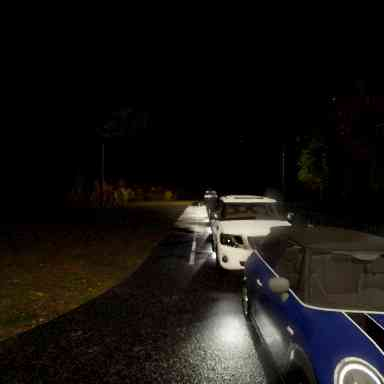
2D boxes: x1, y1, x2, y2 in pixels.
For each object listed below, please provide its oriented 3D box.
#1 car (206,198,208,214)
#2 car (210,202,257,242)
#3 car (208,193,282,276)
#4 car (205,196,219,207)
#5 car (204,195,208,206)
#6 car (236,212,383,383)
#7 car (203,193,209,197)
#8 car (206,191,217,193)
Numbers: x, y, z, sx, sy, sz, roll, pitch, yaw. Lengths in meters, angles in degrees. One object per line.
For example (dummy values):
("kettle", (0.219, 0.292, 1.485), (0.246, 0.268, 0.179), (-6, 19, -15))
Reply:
("car", (2.106, 1.380, 23.044), (1.837, 1.490, 4.892), (0, 0, 2))
("car", (1.928, 1.384, 16.797), (1.882, 1.535, 5.008), (0, 0, 2))
("car", (1.759, 1.160, 10.458), (2.150, 2.045, 5.566), (0, 0, 1))
("car", (2.862, 1.314, 47.958), (1.994, 1.385, 4.181), (0, 0, 3))
("car", (2.282, 1.322, 29.297), (1.882, 1.535, 5.008), (0, 0, 2))
("car", (1.941, 1.338, 4.111), (2.097, 1.767, 4.553), (0, 0, 0))
("car", (2.645, 1.274, 41.550), (2.128, 1.511, 4.902), (0, 0, 2))
("car", (3.080, 0.938, 54.390), (2.150, 2.045, 5.566), (0, 0, 3))
